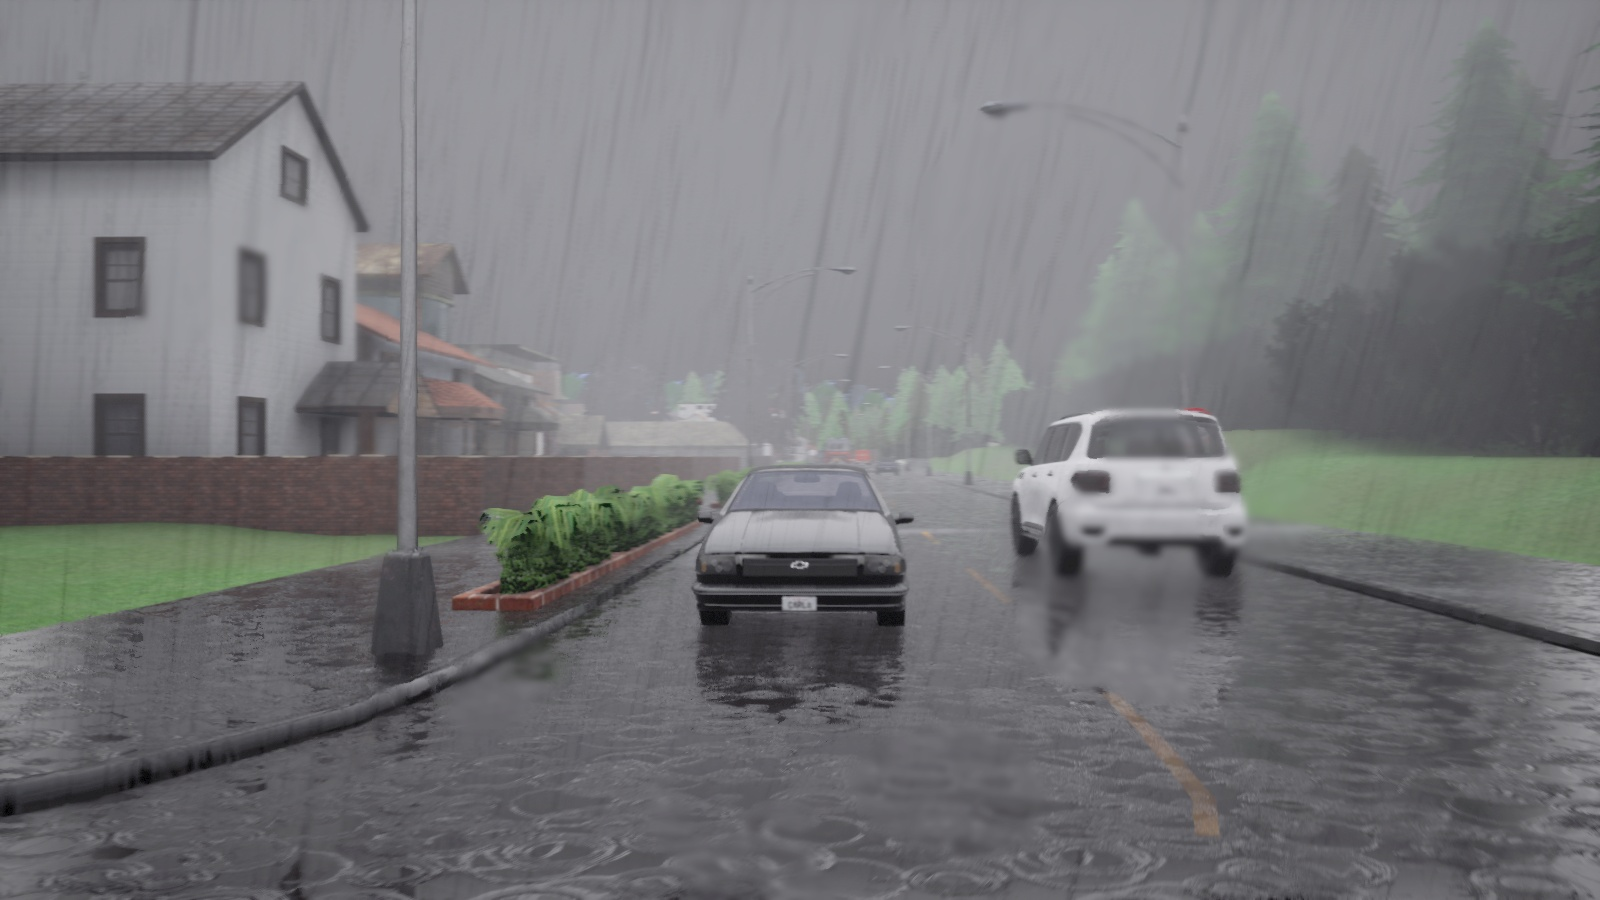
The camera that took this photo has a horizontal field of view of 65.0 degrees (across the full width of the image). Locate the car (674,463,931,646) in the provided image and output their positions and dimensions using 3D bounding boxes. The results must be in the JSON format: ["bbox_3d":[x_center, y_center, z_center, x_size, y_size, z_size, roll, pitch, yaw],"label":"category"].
[{"bbox_3d":[0.121,0.855,12.628,2.033,1.411,5.357,0,0,2],"label":"car"}]

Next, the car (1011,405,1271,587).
[{"bbox_3d":[4.305,0.531,16.921,2.150,2.045,5.566,0,0,2],"label":"car"}]
